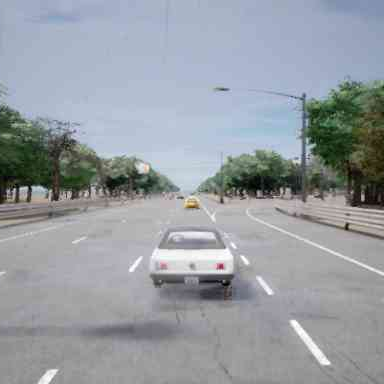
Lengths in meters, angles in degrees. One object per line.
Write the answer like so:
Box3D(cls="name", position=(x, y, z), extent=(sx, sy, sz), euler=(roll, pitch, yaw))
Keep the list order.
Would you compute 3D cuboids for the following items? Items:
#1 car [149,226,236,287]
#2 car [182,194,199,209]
Box3D(cls="car", position=(0.001, 1.601, 9.308), extent=(1.895, 1.301, 4.718), euler=(0, 0, 0))
Box3D(cls="car", position=(-0.010, 1.477, 46.226), extent=(1.882, 1.535, 5.008), euler=(0, 0, 0))
